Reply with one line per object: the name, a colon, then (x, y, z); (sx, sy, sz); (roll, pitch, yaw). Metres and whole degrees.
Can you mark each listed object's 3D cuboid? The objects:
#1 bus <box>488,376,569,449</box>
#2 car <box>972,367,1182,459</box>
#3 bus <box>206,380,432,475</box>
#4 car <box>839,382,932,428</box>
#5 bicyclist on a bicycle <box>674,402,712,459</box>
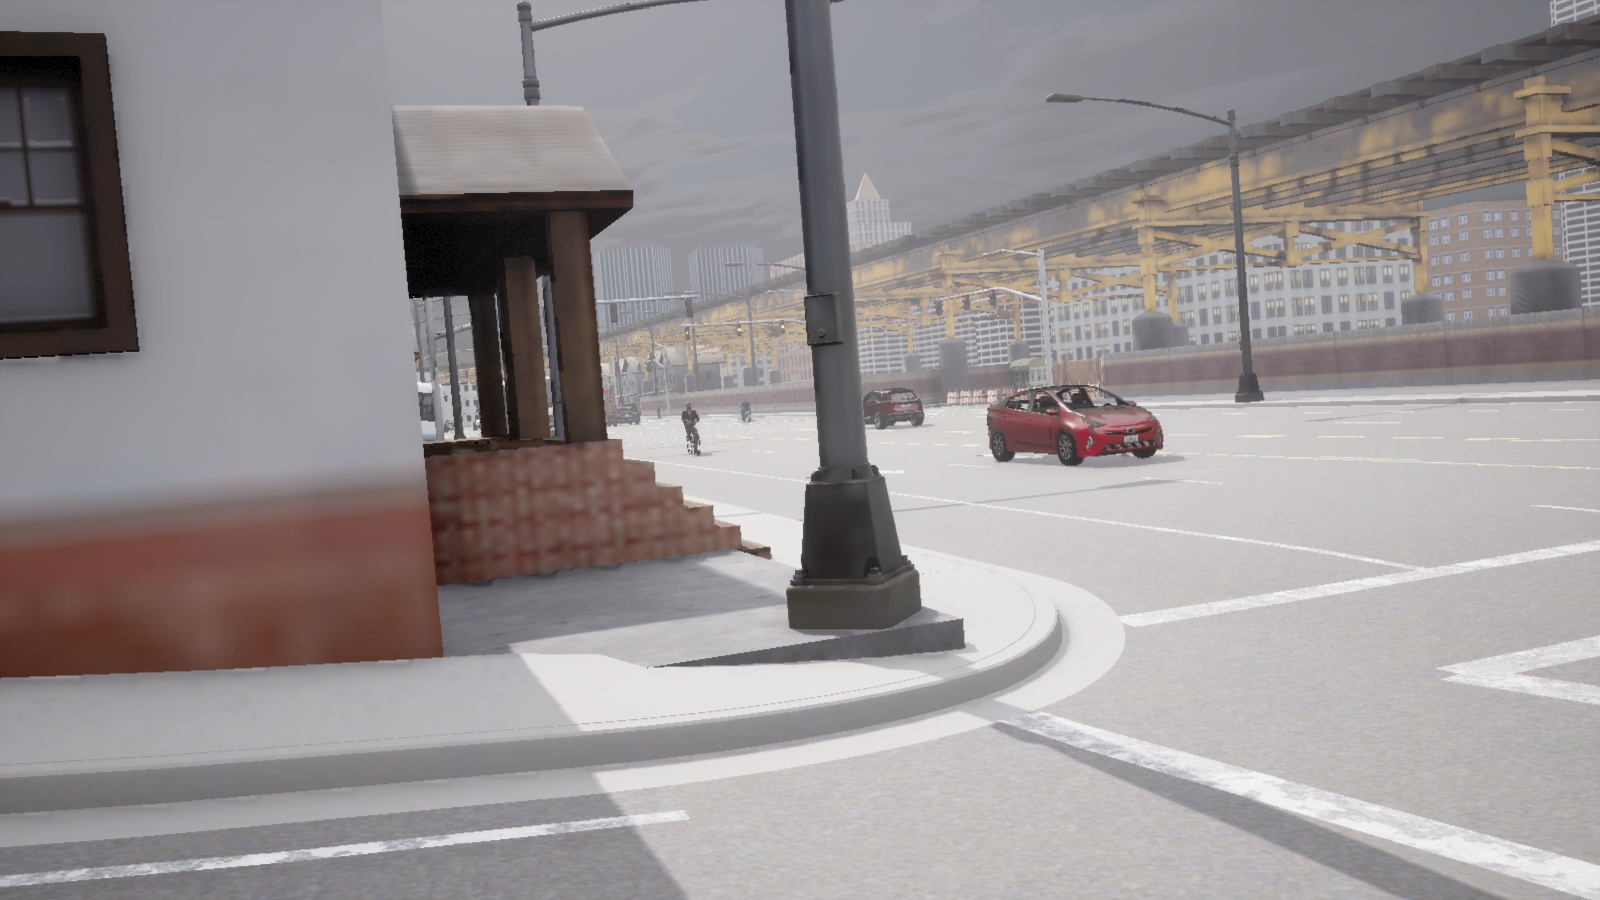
bus: (-18.652, -2.471, 85.646); (3.944, 4.253, 10.273); (-7, 3, -17)
car: (5.525, -0.733, 25.690); (2.007, 1.525, 4.514); (-7, 3, -19)
bus: (-24.215, -1.063, 63.692); (10.273, 4.253, 3.944); (2, 0, -20)
car: (3.541, -1.876, 52.986); (2.033, 1.649, 4.856); (-7, 3, -19)
bicyclist on a bicycle: (-3.543, -0.637, 41.524); (0.659, 1.776, 1.843); (-7, 3, -18)
